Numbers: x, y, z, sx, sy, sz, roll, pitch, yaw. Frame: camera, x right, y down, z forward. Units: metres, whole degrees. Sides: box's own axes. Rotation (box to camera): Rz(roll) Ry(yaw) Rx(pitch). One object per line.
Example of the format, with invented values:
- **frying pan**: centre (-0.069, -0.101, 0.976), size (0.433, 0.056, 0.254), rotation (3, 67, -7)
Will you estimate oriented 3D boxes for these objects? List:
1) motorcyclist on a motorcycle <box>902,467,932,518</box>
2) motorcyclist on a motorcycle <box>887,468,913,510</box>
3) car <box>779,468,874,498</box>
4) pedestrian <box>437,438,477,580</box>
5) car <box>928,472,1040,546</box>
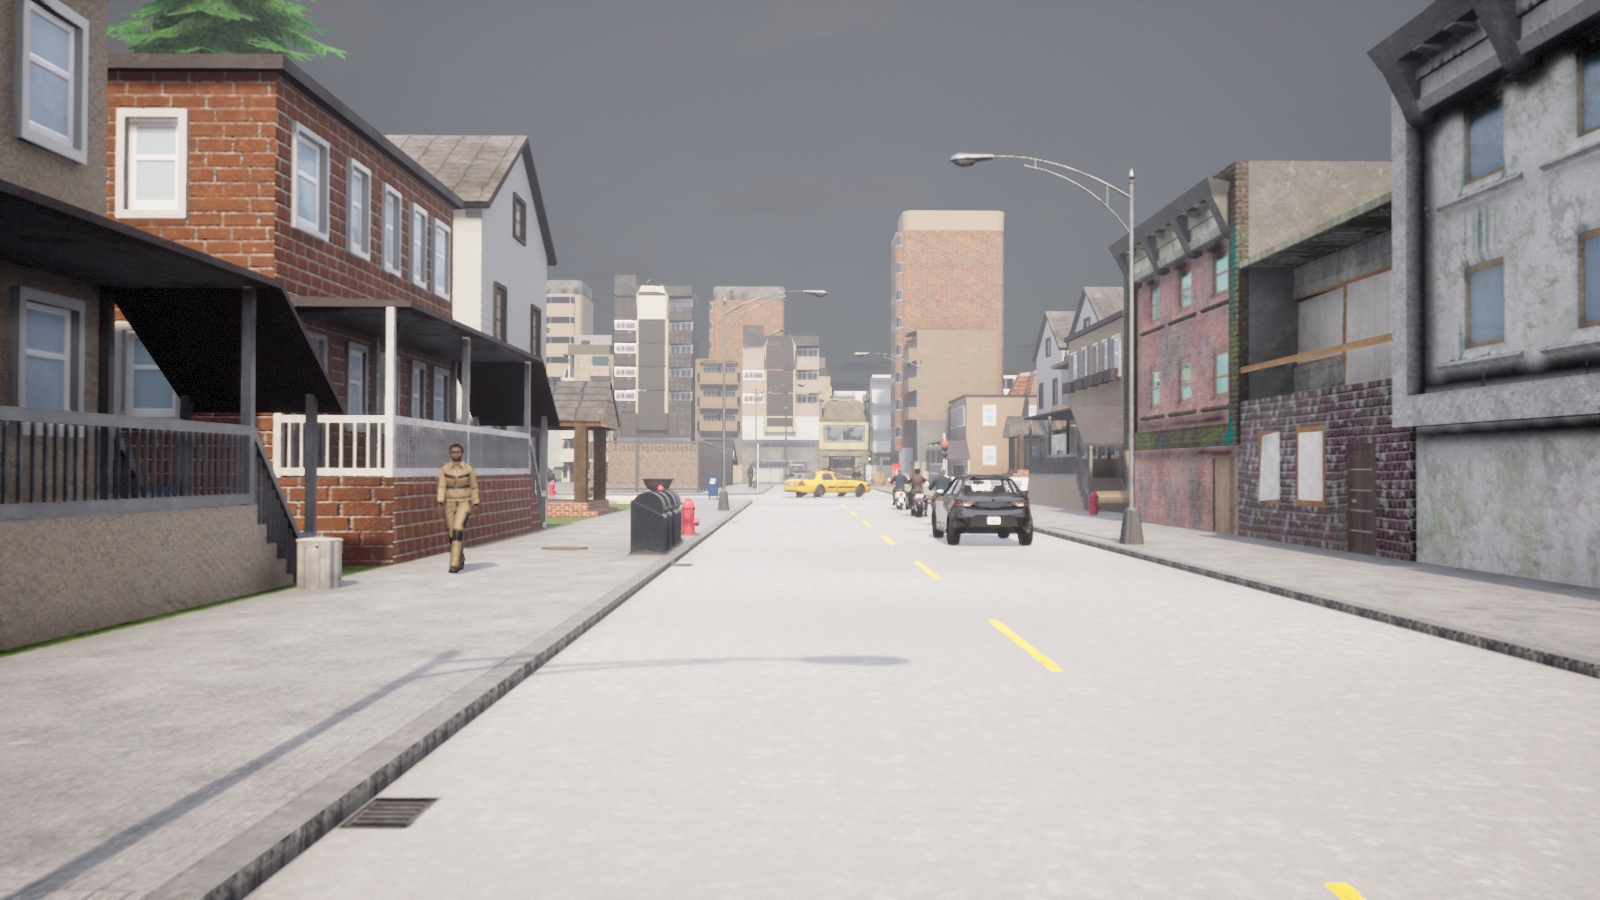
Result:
- **motorcyclist on a motorcycle**: centre (3.891, 1.385, 41.836), size (0.766, 1.649, 2.350), rotation (0, -1, 0)
- **motorcyclist on a motorcycle**: centre (3.884, 1.495, 48.904), size (0.866, 1.590, 1.817), rotation (0, -1, 0)
- **car**: centre (1.507, 1.804, 69.407), size (5.366, 1.575, 1.801), rotation (0, -1, -39)
- **pedestrian**: centre (-4.755, 0.806, 17.430), size (0.396, 1.930, 0.692), rotation (0, -1, -4)
- **car**: centre (3.928, 1.229, 27.481), size (1.816, 1.474, 4.193), rotation (0, -1, 0)
